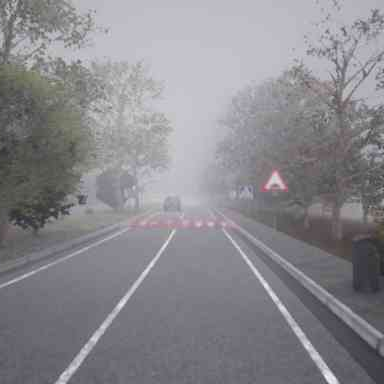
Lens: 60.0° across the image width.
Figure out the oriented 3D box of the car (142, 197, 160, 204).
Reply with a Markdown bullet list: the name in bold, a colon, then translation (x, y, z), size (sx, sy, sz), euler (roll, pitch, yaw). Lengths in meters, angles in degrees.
- **car**: translation (-9.129, 2.301, 81.275), size (5.366, 1.575, 1.946), euler (0, -2, 1)

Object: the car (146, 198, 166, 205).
- **car**: translation (-9.268, 2.485, 86.814), size (5.008, 1.535, 2.097), euler (0, -2, 1)

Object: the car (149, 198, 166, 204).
- **car**: translation (-9.266, 2.463, 89.594), size (4.553, 1.767, 2.185), euler (0, -2, 1)

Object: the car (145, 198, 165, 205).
- **car**: translation (-9.293, 2.391, 84.044), size (4.892, 1.521, 2.231), euler (0, -2, 1)

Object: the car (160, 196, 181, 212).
- **car**: translation (-2.636, 1.571, 45.438), size (2.150, 2.045, 5.566), euler (0, 0, 1)

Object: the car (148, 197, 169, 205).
- **car**: translation (-9.179, 2.446, 92.368), size (5.566, 2.045, 2.435), euler (0, -2, 1)
